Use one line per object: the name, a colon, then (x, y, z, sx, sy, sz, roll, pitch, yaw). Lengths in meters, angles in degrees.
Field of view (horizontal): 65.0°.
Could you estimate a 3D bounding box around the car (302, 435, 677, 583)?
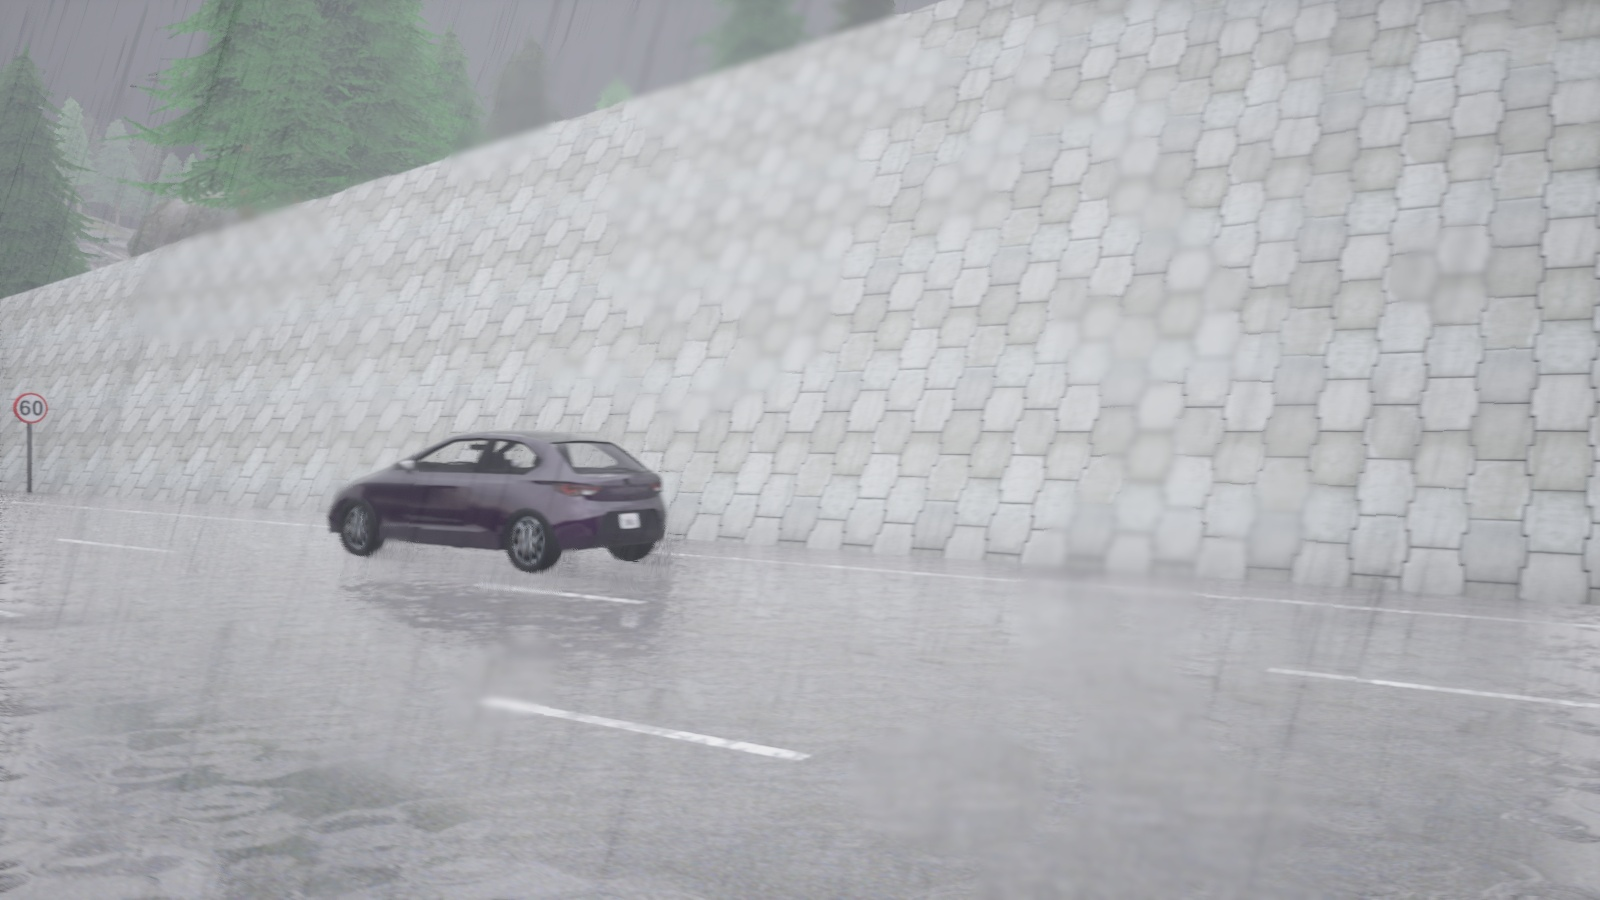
car: (-3.634, 0.581, 14.441, 4.193, 1.474, 1.816, 0, 1, 34)
